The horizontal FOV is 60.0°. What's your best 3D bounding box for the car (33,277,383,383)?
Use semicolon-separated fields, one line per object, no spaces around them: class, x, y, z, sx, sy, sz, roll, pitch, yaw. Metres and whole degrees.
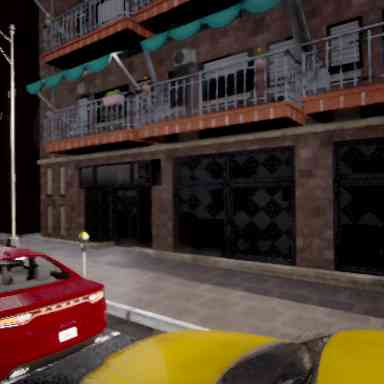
car;1.191;1.525;2.039;4.829;1.417;1.752;0;-1;36

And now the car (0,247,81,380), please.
car;-3.278;1.545;5.229;4.507;1.381;1.887;0;-1;36
